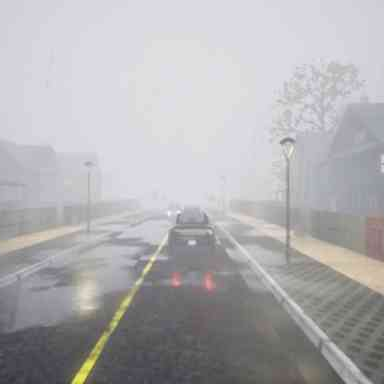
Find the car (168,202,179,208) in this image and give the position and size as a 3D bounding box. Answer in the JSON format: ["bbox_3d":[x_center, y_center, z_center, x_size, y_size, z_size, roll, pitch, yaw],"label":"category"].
[{"bbox_3d":[-2.726,2.246,52.627,1.895,1.301,4.718,0,-1,0],"label":"car"}]

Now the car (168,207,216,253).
[{"bbox_3d":[0.012,1.627,14.296,2.128,1.511,4.902,0,0,0],"label":"car"}]

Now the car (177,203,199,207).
[{"bbox_3d":[0.019,1.881,29.304,1.994,1.385,4.181,0,-1,0],"label":"car"}]
